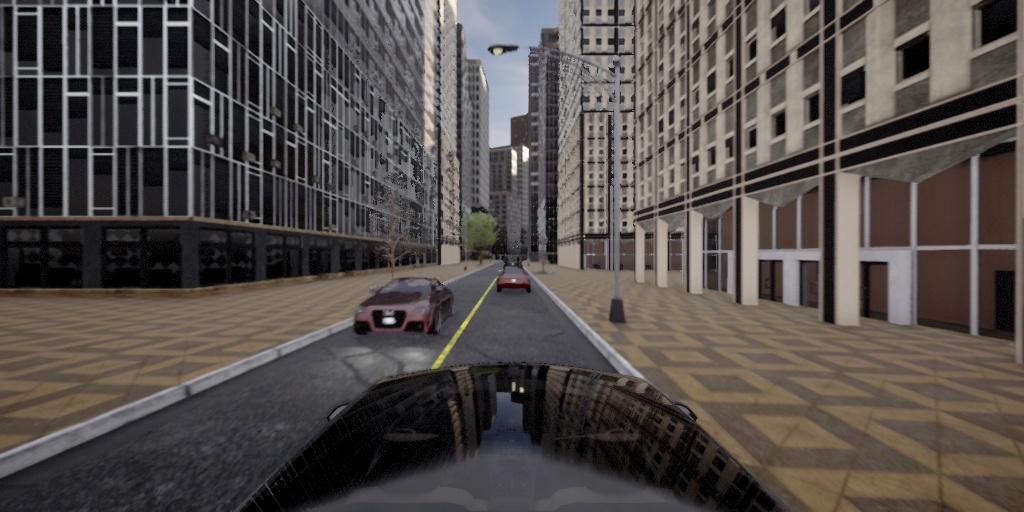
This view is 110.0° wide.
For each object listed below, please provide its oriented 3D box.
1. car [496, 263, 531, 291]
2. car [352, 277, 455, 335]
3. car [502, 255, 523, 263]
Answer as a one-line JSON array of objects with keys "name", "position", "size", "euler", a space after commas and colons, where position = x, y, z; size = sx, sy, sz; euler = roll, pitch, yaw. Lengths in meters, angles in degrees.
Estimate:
[{"name": "car", "position": [0.099, 1.288, 21.468], "size": [1.994, 1.385, 4.181], "euler": [0, 0, 0]}, {"name": "car", "position": [-2.852, 1.302, 10.289], "size": [1.994, 1.385, 4.181], "euler": [0, 0, 0]}, {"name": "car", "position": [0.098, 0.946, 40.332], "size": [2.150, 2.045, 5.566], "euler": [0, 0, 0]}]
